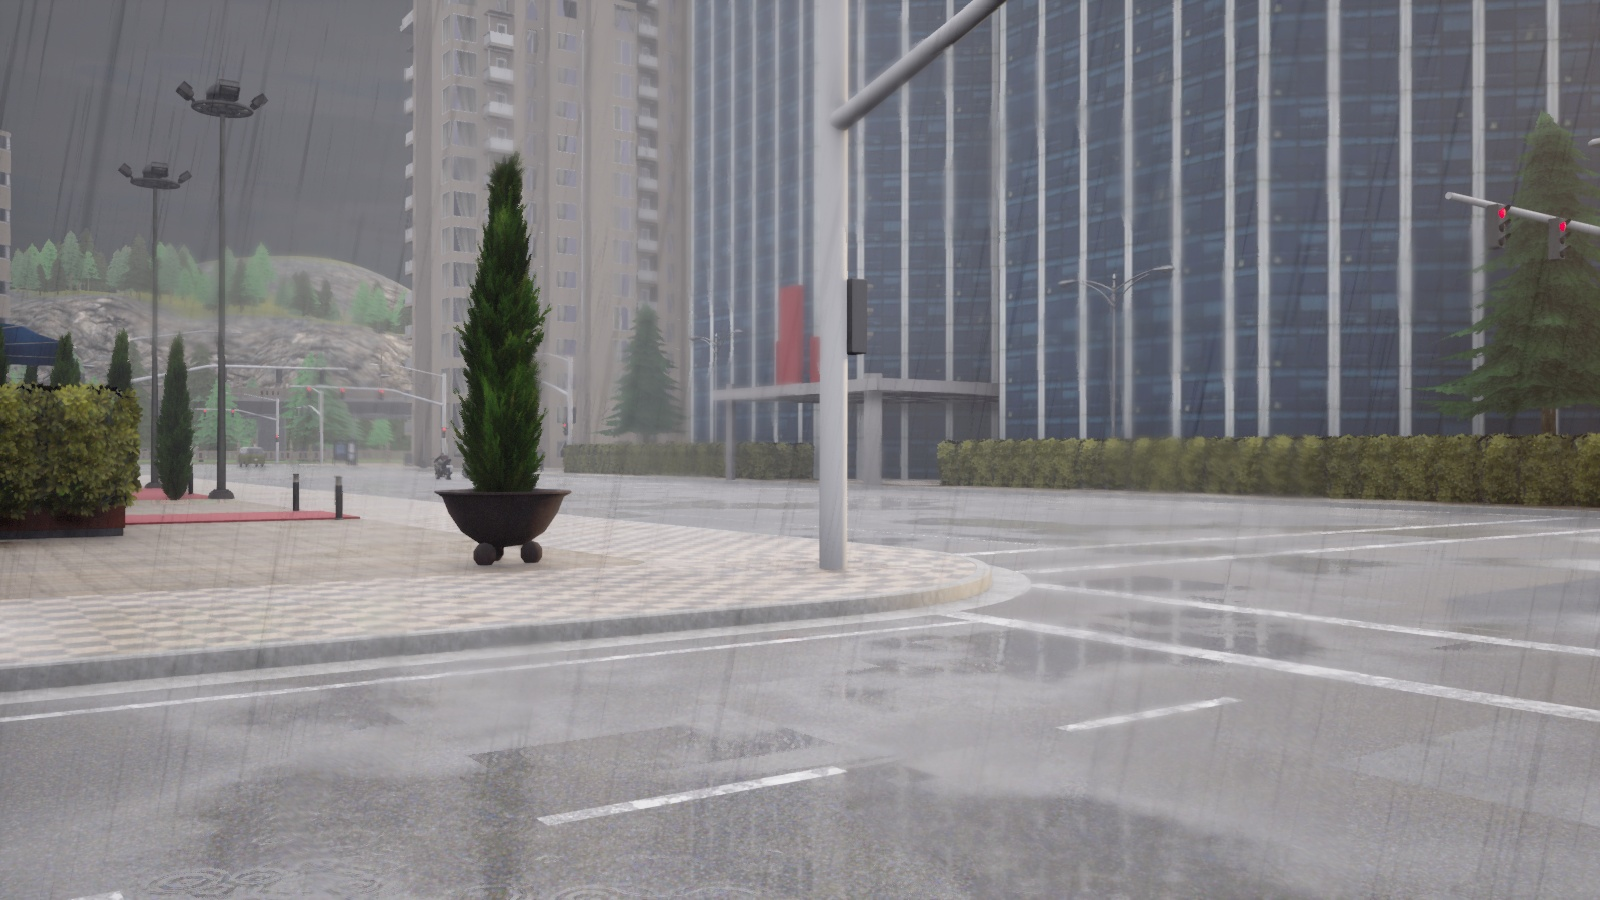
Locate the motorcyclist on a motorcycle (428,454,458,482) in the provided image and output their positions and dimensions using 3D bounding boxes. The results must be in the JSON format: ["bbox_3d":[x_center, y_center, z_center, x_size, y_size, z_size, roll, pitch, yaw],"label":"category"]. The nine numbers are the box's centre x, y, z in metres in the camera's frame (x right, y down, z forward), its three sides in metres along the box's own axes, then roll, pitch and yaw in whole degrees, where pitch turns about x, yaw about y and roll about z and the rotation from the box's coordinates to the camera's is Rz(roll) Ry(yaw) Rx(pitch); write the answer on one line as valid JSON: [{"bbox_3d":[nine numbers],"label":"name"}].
[{"bbox_3d":[-19.588,0.990,68.870,0.866,1.530,2.191,0,0,-35],"label":"motorcyclist on a motorcycle"}]
